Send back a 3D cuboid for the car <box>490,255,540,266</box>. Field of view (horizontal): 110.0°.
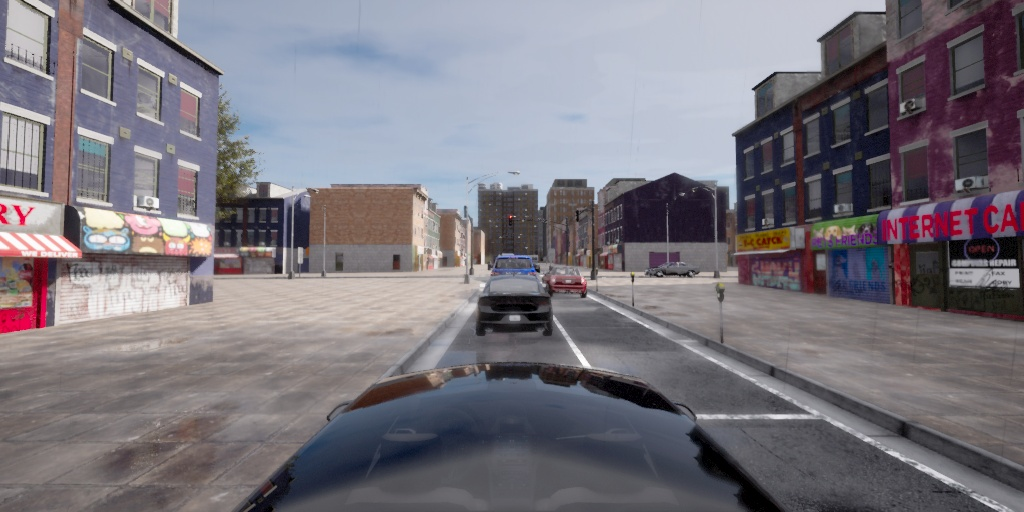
[{"bbox_3d":[0.067,0.993,18.001,2.150,2.045,5.566,0,0,0],"label":"car"}]

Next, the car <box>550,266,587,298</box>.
[{"bbox_3d":[2.615,1.211,18.689,1.967,1.591,4.097,0,0,0],"label":"car"}]

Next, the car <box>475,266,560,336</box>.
[{"bbox_3d":[0.036,1.235,10.469,1.882,1.535,5.008,0,0,-1],"label":"car"}]

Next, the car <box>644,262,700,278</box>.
[{"bbox_3d":[14.948,1.316,33.533,4.902,1.511,2.128,0,-2,0],"label":"car"}]
